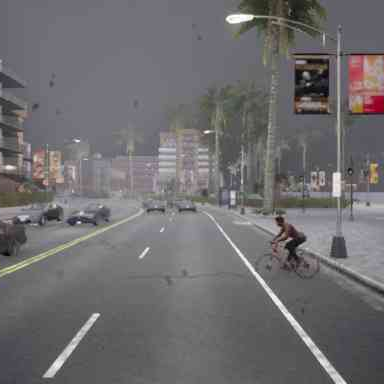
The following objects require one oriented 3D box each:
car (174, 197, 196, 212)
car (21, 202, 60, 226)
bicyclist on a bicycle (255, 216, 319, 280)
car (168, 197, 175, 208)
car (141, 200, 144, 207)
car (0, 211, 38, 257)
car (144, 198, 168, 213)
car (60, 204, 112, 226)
[{"bbox_3d":[-0.671,1.564,38.256,1.994,1.385,4.181,0,0,-6],"label":"car"},{"bbox_3d":[-10.630,1.491,23.393,2.128,1.511,4.902,0,0,0],"label":"car"},{"bbox_3d":[2.426,1.437,8.508,1.656,1.620,0.582,-2,0,0],"label":"bicyclist on a bicycle"},{"bbox_3d":[-2.490,1.491,48.258,2.128,1.511,4.902,0,0,-15],"label":"car"},{"bbox_3d":[-6.139,1.563,48.197,1.994,1.385,4.181,0,0,-14],"label":"car"},{"bbox_3d":[-7.102,1.548,10.236,2.033,1.411,5.357,0,0,0],"label":"car"},{"bbox_3d":[-4.144,1.562,37.843,1.994,1.385,4.181,0,0,-8],"label":"car"},{"bbox_3d":[-7.098,1.547,23.558,2.033,1.411,5.357,0,0,0],"label":"car"}]
